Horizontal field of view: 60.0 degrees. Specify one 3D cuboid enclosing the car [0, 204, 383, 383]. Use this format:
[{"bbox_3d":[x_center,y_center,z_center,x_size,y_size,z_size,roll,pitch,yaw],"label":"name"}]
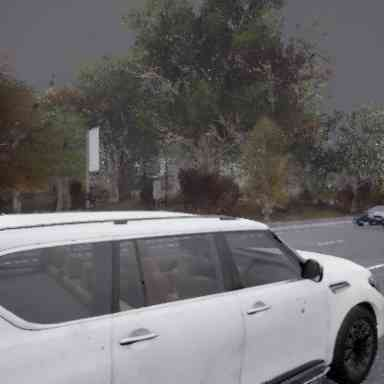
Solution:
[{"bbox_3d":[-0.110,1.219,3.668,5.566,2.045,2.150,0,0,-36],"label":"car"}]
